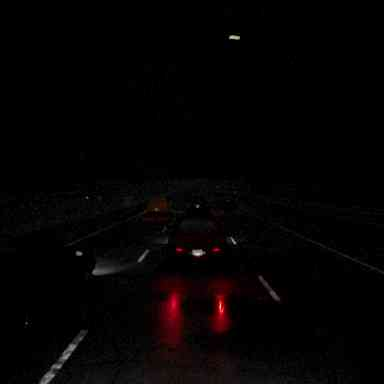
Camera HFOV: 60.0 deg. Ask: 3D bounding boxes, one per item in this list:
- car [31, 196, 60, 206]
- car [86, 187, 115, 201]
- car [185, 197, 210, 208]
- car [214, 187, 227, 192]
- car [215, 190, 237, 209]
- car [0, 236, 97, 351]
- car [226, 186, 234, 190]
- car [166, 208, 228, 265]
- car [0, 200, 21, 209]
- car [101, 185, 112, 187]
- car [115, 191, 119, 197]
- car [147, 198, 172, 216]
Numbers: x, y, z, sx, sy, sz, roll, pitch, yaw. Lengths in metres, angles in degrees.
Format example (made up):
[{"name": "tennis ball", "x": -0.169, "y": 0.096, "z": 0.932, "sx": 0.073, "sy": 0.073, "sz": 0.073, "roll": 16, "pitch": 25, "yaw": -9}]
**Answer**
[{"name": "car", "x": -20.110, "y": 1.157, "z": 45.799, "sx": 1.895, "sy": 1.301, "sz": 4.718, "roll": 0, "pitch": 1, "yaw": 3}, {"name": "car", "x": -13.054, "y": 0.749, "z": 46.950, "sx": 2.150, "sy": 2.045, "sz": 5.566, "roll": 0, "pitch": 1, "yaw": 3}, {"name": "car", "x": 0.504, "y": 1.185, "z": 29.001, "sx": 2.097, "sy": 1.767, "sz": 4.553, "roll": 0, "pitch": 1, "yaw": 1}, {"name": "car", "x": 5.537, "y": 0.348, "z": 67.667, "sx": 1.882, "sy": 1.535, "sz": 5.008, "roll": 0, "pitch": 2, "yaw": 3}, {"name": "car", "x": 4.211, "y": 0.984, "z": 39.954, "sx": 2.097, "sy": 1.767, "sz": 4.553, "roll": 0, "pitch": 1, "yaw": 2}, {"name": "car", "x": -3.370, "y": 1.539, "z": 6.133, "sx": 2.033, "sy": 1.411, "sz": 5.357, "roll": 0, "pitch": 0, "yaw": 0}, {"name": "car", "x": 10.411, "y": -0.585, "z": 91.007, "sx": 1.837, "sy": 1.490, "sz": 4.892, "roll": 0, "pitch": 2, "yaw": 5}, {"name": "car", "x": 0.181, "y": 1.495, "z": 11.508, "sx": 1.812, "sy": 1.442, "sz": 4.674, "roll": 0, "pitch": 0, "yaw": 1}, {"name": "car", "x": -13.830, "y": 1.386, "z": 23.320, "sx": 1.837, "sy": 1.490, "sz": 4.892, "roll": 0, "pitch": 0, "yaw": 1}, {"name": "car", "x": -21.041, "y": -0.723, "z": 81.174, "sx": 2.150, "sy": 2.045, "sz": 5.566, "roll": 0, "pitch": 2, "yaw": 1}, {"name": "car", "x": -15.668, "y": 0.507, "z": 64.851, "sx": 2.128, "sy": 1.511, "sz": 4.902, "roll": 0, "pitch": 2, "yaw": 3}, {"name": "car", "x": -2.955, "y": 1.292, "z": 30.677, "sx": 1.882, "sy": 1.535, "sz": 5.008, "roll": 0, "pitch": 1, "yaw": 2}]
